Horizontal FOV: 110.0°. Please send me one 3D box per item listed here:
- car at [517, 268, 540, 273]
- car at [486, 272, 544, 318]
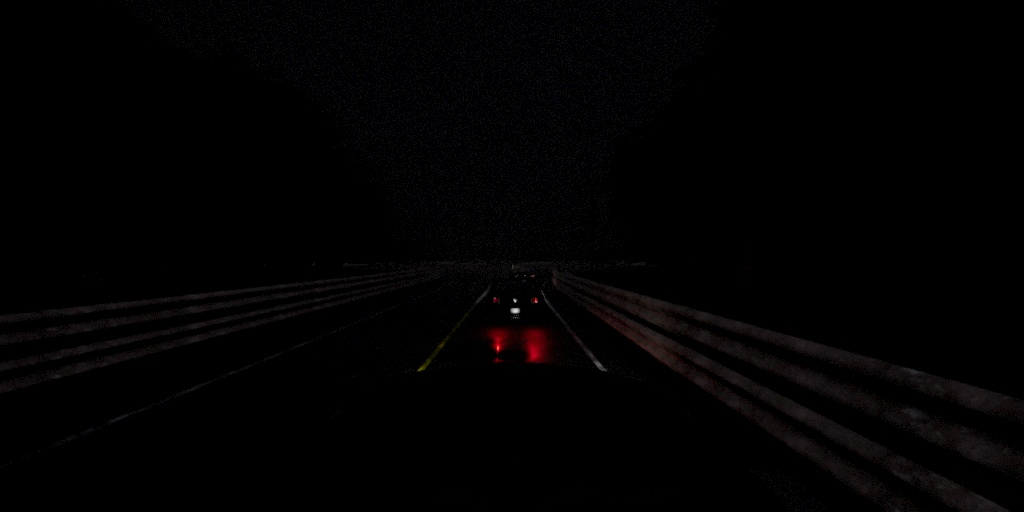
[{"bbox_3d":[1.360,1.628,30.159,1.895,1.301,4.718,0,-1,8],"label":"car"},{"bbox_3d":[0.124,1.469,13.648,1.895,1.301,4.718,0,-1,0],"label":"car"}]
